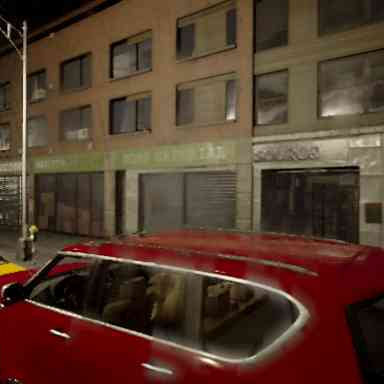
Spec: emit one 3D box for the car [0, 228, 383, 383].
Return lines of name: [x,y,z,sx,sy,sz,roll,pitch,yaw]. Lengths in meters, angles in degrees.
car: [-0.417,1.315,3.366,5.009,1.841,2.192,0,1,36]
